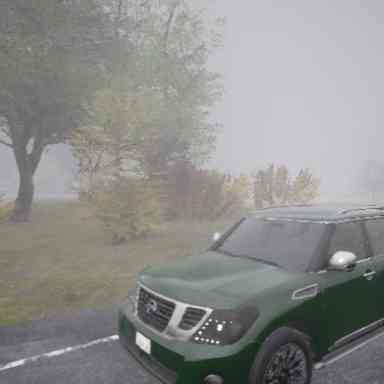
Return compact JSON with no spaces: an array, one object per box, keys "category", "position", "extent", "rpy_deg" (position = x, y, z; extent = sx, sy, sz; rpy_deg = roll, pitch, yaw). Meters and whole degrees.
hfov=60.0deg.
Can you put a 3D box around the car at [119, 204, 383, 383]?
[{"category":"car","position":[1.730,1.247,5.126],"extent":[5.566,2.045,2.150],"rpy_deg":[0,0,-36]}]
